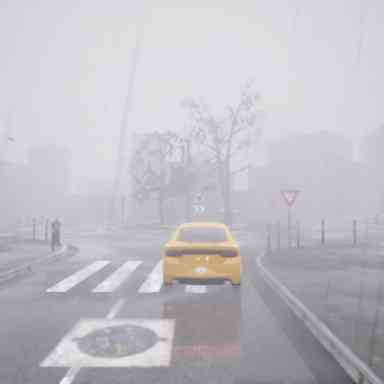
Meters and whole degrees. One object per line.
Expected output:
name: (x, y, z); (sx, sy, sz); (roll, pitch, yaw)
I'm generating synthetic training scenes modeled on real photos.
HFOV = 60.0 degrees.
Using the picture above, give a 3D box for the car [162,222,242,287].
car: (0.327, 1.604, 9.671); (1.882, 1.535, 5.008); (0, -2, 3)
